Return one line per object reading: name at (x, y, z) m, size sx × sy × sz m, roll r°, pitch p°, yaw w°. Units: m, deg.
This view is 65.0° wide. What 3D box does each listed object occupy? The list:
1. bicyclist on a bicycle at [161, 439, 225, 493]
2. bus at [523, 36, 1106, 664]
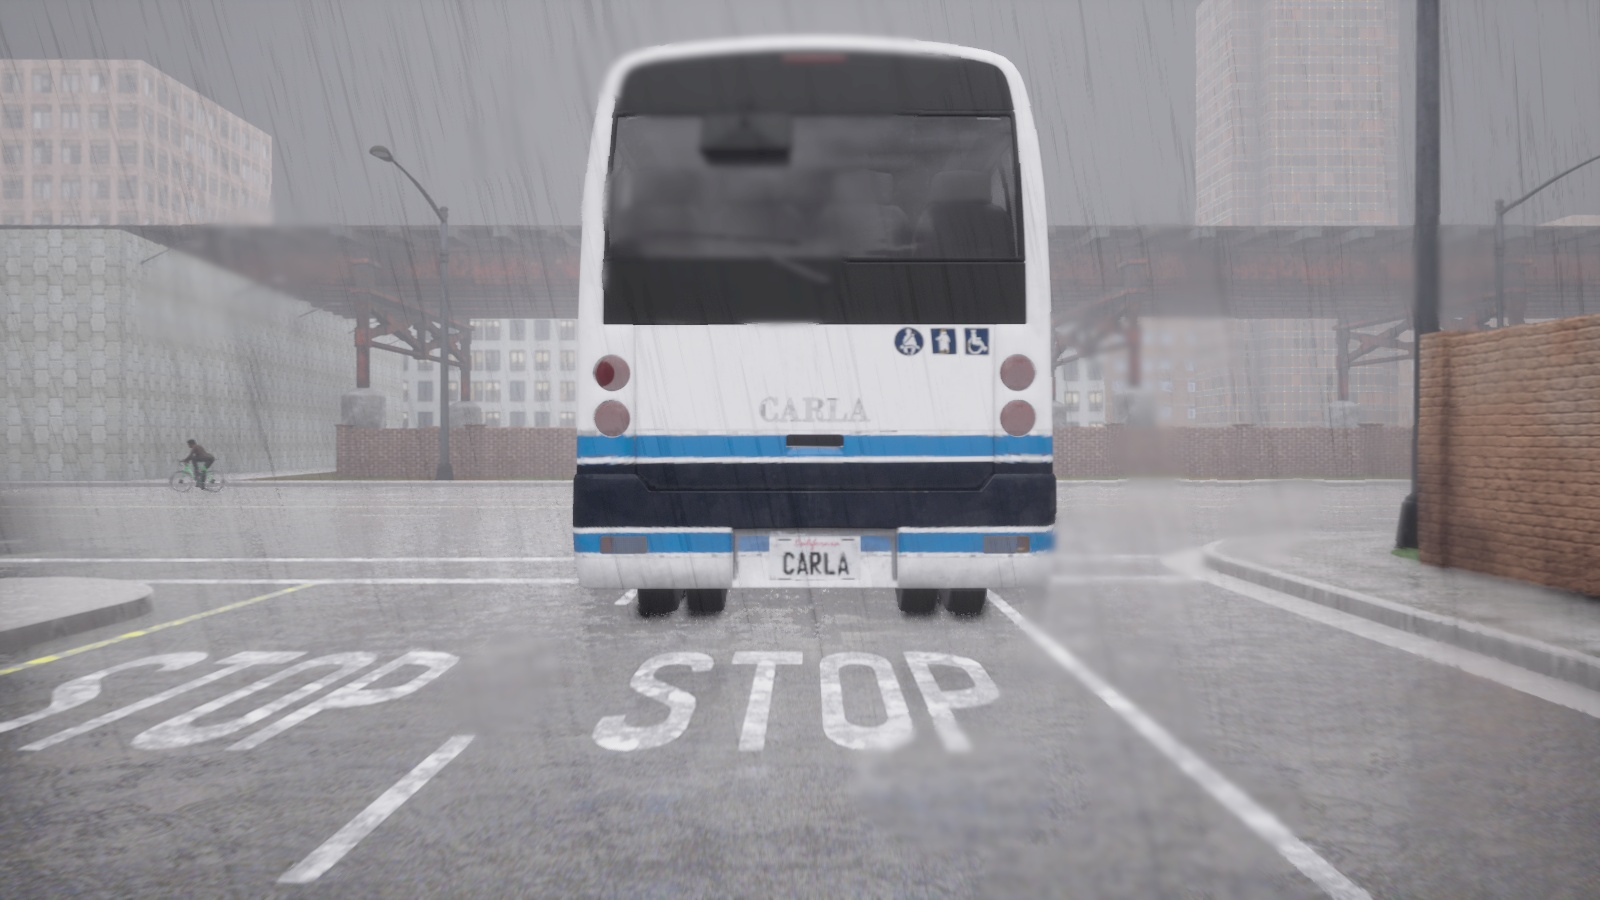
bicyclist on a bicycle at (-18.384, 0.470, 38.047) m, size 1.656 × 1.620 × 0.582 m, roll 0°, pitch 0°, yaw 1°
bus at (0.106, -0.707, 13.650) m, size 3.944 × 4.253 × 10.273 m, roll 0°, pitch 0°, yaw 0°
